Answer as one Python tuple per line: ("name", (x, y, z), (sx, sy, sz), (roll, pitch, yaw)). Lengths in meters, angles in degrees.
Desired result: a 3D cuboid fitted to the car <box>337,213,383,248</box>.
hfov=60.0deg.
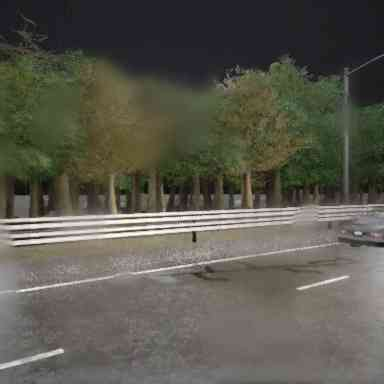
("car", (8.267, 1.576, 13.736), (5.357, 1.411, 2.033), (0, 0, -33))
